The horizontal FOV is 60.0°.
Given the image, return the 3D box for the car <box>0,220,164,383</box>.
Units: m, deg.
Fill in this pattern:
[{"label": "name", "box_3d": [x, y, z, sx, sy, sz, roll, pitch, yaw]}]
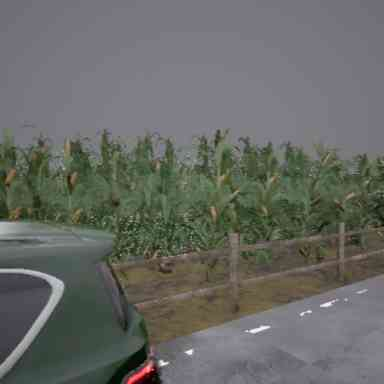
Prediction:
[{"label": "car", "box_3d": [-2.733, 1.230, 1.123, 5.566, 2.045, 2.150, 0, 0, -35]}]
